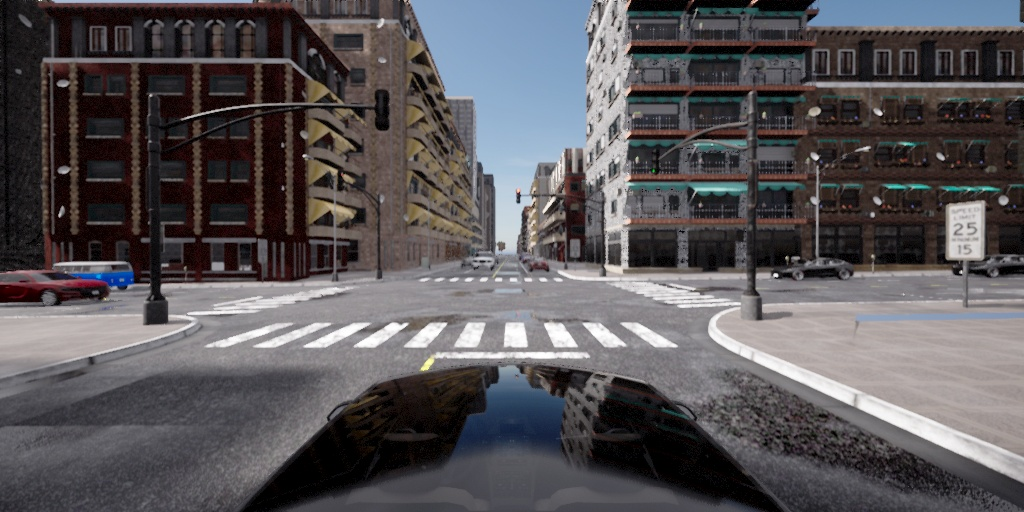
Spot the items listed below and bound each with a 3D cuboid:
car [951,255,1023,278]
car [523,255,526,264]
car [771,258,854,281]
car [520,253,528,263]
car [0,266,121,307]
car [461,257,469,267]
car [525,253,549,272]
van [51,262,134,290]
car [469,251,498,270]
[{"bbox_3d":[29.584,0.584,21.798,4.313,1.339,1.948,0,0,0],"label":"car"},{"bbox_3d":[2.669,0.815,41.833,2.007,1.370,4.403,0,0,0],"label":"car"},{"bbox_3d":[18.258,0.765,21.866,4.313,1.339,1.948,0,0,0],"label":"car"},{"bbox_3d":[2.660,0.648,58.435,1.802,1.307,4.207,0,0,0],"label":"car"},{"bbox_3d":[-20.922,1.375,15.837,5.008,1.535,1.882,-1,0,0],"label":"car"},{"bbox_3d":[-5.715,0.748,47.364,2.007,1.370,4.403,0,0,0],"label":"car"},{"bbox_3d":[2.672,0.770,36.300,1.967,1.591,4.097,0,0,0],"label":"car"},{"bbox_3d":[-25.379,1.254,21.646,3.998,1.789,1.690,0,0,0],"label":"van"},{"bbox_3d":[-3.114,0.504,40.228,2.150,2.045,5.566,0,1,0],"label":"car"}]
